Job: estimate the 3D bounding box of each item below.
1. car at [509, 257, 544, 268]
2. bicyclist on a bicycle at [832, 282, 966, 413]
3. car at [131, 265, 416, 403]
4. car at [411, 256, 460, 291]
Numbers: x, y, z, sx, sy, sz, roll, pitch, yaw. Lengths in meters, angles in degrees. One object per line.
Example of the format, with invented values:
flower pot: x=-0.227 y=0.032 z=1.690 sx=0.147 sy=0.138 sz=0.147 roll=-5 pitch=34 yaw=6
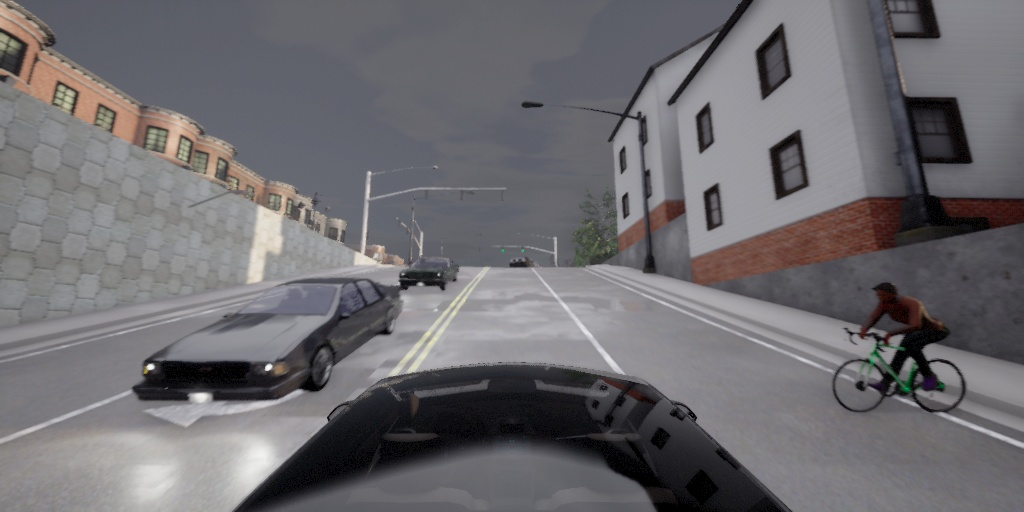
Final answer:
car: x=1.536 y=0.868 z=35.203 sx=2.033 sy=1.411 sz=5.357 roll=-5 pitch=-12 yaw=24
bicyclist on a bicycle: x=4.783 y=1.145 z=4.438 sx=1.656 sy=1.620 sz=0.582 roll=0 pitch=0 yaw=0
car: x=-3.615 y=1.137 z=6.791 sx=2.033 sy=1.411 sz=5.357 roll=0 pitch=3 yaw=0
car: x=-3.629 y=0.713 z=16.406 sx=1.895 sy=1.301 sz=4.718 roll=0 pitch=3 yaw=0
